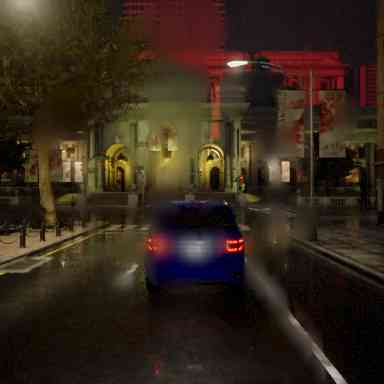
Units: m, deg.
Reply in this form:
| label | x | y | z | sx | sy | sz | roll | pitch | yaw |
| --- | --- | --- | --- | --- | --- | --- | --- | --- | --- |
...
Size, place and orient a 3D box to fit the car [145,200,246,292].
| label | x | y | z | sx | sy | sz | roll | pitch | yaw |
| --- | --- | --- | --- | --- | --- | --- | --- | --- | --- |
| car | 0.099 | 1.221 | 9.078 | 2.150 | 2.045 | 5.566 | 0 | 0 | 1 |
